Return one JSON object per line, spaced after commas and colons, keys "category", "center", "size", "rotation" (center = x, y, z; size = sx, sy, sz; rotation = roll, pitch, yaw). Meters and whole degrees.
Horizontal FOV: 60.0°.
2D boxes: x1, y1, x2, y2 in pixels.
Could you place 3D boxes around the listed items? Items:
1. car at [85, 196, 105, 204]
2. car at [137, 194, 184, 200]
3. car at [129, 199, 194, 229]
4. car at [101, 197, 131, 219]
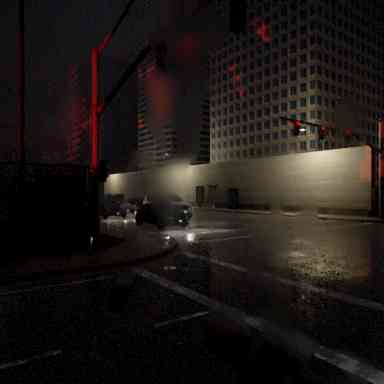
{"category": "car", "center": [-18.238, 1.443, 62.674], "size": [2.128, 1.511, 4.902], "rotation": [0, 0, -36]}
{"category": "car", "center": [-2.107, 1.171, 27.633], "size": [2.150, 2.045, 5.566], "rotation": [0, 0, -35]}
{"category": "car", "center": [-2.044, 1.453, 21.474], "size": [1.837, 1.490, 4.892], "rotation": [0, 0, -35]}
{"category": "car", "center": [-7.369, 1.474, 28.985], "size": [1.812, 1.442, 4.674], "rotation": [0, 0, -35]}
